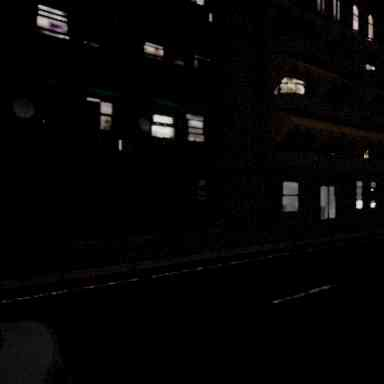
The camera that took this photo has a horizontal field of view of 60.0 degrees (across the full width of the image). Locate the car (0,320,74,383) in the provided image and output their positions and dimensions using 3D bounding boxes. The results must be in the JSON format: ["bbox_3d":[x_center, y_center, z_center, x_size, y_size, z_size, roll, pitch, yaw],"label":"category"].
[{"bbox_3d":[-2.987,1.528,1.557,4.674,1.442,1.812,0,0,-36],"label":"car"}]
